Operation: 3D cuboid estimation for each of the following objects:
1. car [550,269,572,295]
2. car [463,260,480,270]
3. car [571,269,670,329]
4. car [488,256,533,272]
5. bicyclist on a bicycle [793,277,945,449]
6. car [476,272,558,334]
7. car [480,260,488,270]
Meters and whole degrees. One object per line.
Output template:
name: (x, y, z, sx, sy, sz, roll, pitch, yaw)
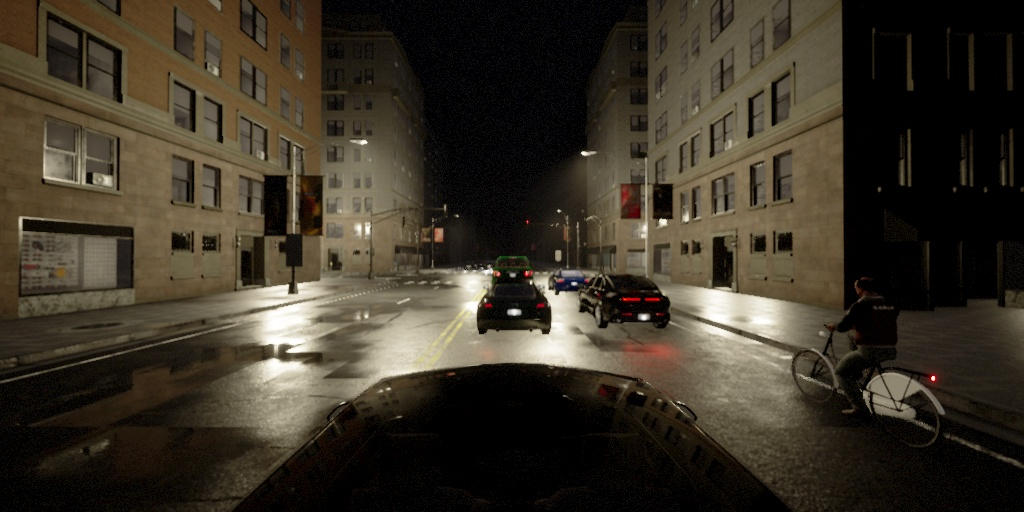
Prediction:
car: (3.177, 1.390, 20.325, 1.994, 1.385, 4.181, 0, 0, 0)
car: (-6.803, 1.518, 58.467, 1.812, 1.442, 4.674, 0, 0, 0)
car: (3.310, 1.294, 11.429, 1.837, 1.490, 4.892, 0, 0, 0)
car: (0.028, 1.047, 20.168, 2.150, 2.045, 5.566, 0, 0, 0)
bicyclist on a bicycle: (4.133, 1.131, 4.370, 0.659, 1.776, 1.843, 0, 0, 0)
car: (0.062, 1.350, 10.753, 1.994, 1.385, 4.181, 0, 0, 0)
car: (-3.557, 1.480, 58.198, 2.128, 1.511, 4.902, 0, 0, 0)
